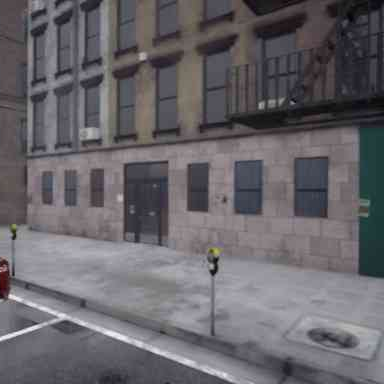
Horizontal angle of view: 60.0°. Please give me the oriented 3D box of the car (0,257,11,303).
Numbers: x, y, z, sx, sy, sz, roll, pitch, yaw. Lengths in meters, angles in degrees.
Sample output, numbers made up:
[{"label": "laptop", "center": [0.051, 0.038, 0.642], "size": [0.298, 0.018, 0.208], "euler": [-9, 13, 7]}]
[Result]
[{"label": "car", "center": [-5.379, 1.504, 6.628], "size": [4.507, 1.381, 1.887], "euler": [0, 0, 35]}]
